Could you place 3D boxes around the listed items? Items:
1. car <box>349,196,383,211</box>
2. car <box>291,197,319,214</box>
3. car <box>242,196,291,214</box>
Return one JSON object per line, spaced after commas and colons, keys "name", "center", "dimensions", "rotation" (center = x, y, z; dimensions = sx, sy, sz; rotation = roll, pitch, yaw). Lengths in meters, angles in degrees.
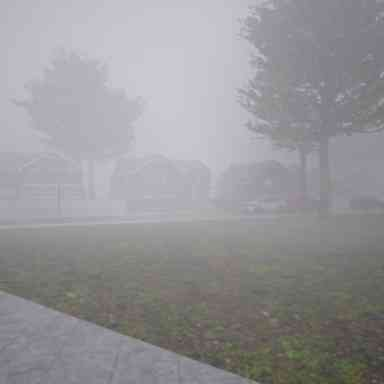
{"name": "car", "center": [23.699, 1.587, 44.759], "dimensions": [5.566, 2.045, 2.150], "rotation": [0, 0, -27]}
{"name": "car", "center": [13.516, 1.563, 39.429], "dimensions": [5.566, 2.045, 2.150], "rotation": [0, 0, -27]}
{"name": "car", "center": [8.756, 1.568, 40.188], "dimensions": [5.566, 2.045, 2.150], "rotation": [0, 0, -27]}
